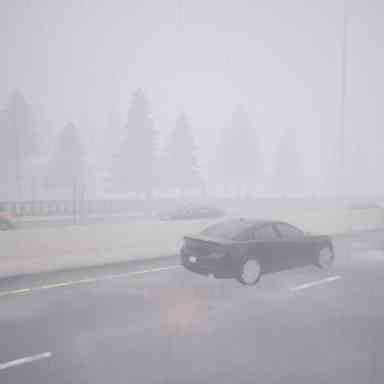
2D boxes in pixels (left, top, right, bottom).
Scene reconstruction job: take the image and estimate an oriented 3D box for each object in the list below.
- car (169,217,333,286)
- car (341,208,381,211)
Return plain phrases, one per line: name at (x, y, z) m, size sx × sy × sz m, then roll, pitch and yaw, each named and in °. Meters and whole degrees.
car at (2.027, 1.475, 9.482) m, size 5.008 × 1.535 × 1.882 m, roll 0°, pitch 0°, yaw -36°
car at (13.224, 1.543, 26.311) m, size 5.357 × 1.411 × 2.033 m, roll 0°, pitch 0°, yaw -35°
